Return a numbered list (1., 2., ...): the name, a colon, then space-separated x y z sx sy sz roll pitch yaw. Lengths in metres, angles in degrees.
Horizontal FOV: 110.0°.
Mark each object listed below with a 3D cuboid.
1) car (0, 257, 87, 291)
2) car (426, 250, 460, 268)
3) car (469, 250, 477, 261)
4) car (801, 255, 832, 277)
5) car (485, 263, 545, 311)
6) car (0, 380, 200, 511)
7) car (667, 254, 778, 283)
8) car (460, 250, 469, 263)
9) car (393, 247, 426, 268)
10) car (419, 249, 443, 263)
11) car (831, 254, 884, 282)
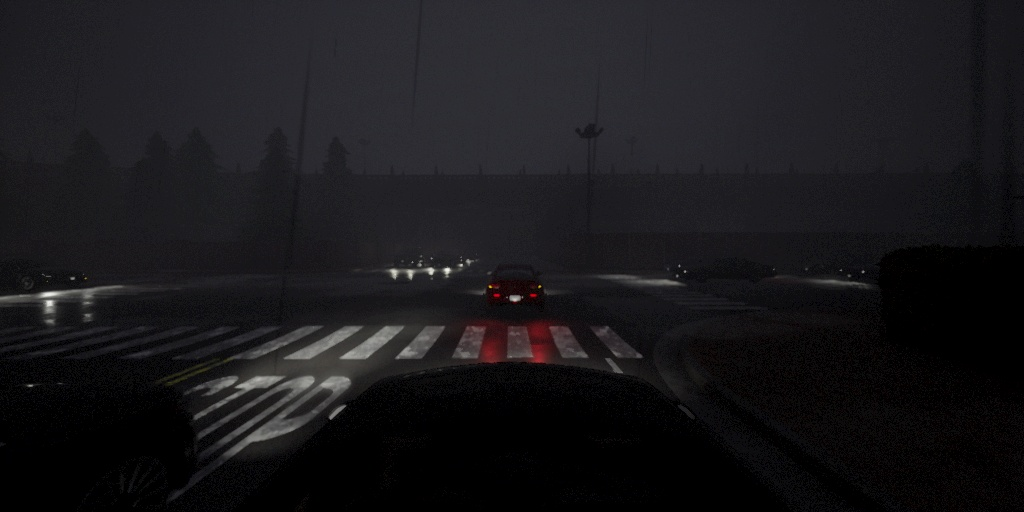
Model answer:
1. car: -23.364 0.823 17.059 4.892 1.490 1.837 0 1 -1
2. car: -7.088 0.232 37.150 2.097 1.767 4.553 0 1 0
3. car: -7.041 -0.015 55.850 1.994 1.385 4.181 0 1 1
4. car: 22.473 0.629 24.363 4.902 1.511 2.128 0 1 0
5. car: 0.098 0.964 12.439 1.812 1.442 4.674 0 1 0
6. car: -3.399 1.263 0.825 2.128 1.511 4.902 0 1 0
7. car: 12.267 0.772 20.852 5.357 1.411 2.033 0 1 0
8. car: -7.104 0.015 46.010 2.097 1.767 4.553 0 1 -2
9. car: -10.586 0.093 37.487 2.150 2.045 5.566 0 1 0
10. car: -10.584 -0.013 47.150 2.097 1.767 4.553 0 1 0
11. car: 22.296 0.771 20.866 5.357 1.411 2.033 0 1 0
